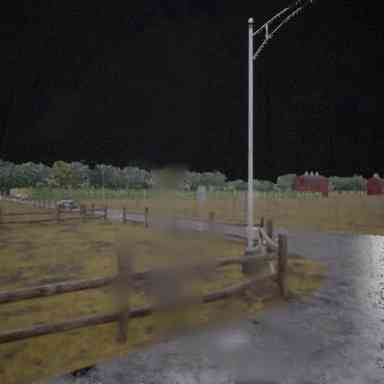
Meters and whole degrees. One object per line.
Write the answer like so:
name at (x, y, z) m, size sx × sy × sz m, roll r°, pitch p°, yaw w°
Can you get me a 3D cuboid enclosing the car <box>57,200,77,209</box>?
car at (-18.792, 1.853, 49.908) m, size 2.033 × 1.411 × 5.357 m, roll -1°, pitch 1°, yaw -35°
